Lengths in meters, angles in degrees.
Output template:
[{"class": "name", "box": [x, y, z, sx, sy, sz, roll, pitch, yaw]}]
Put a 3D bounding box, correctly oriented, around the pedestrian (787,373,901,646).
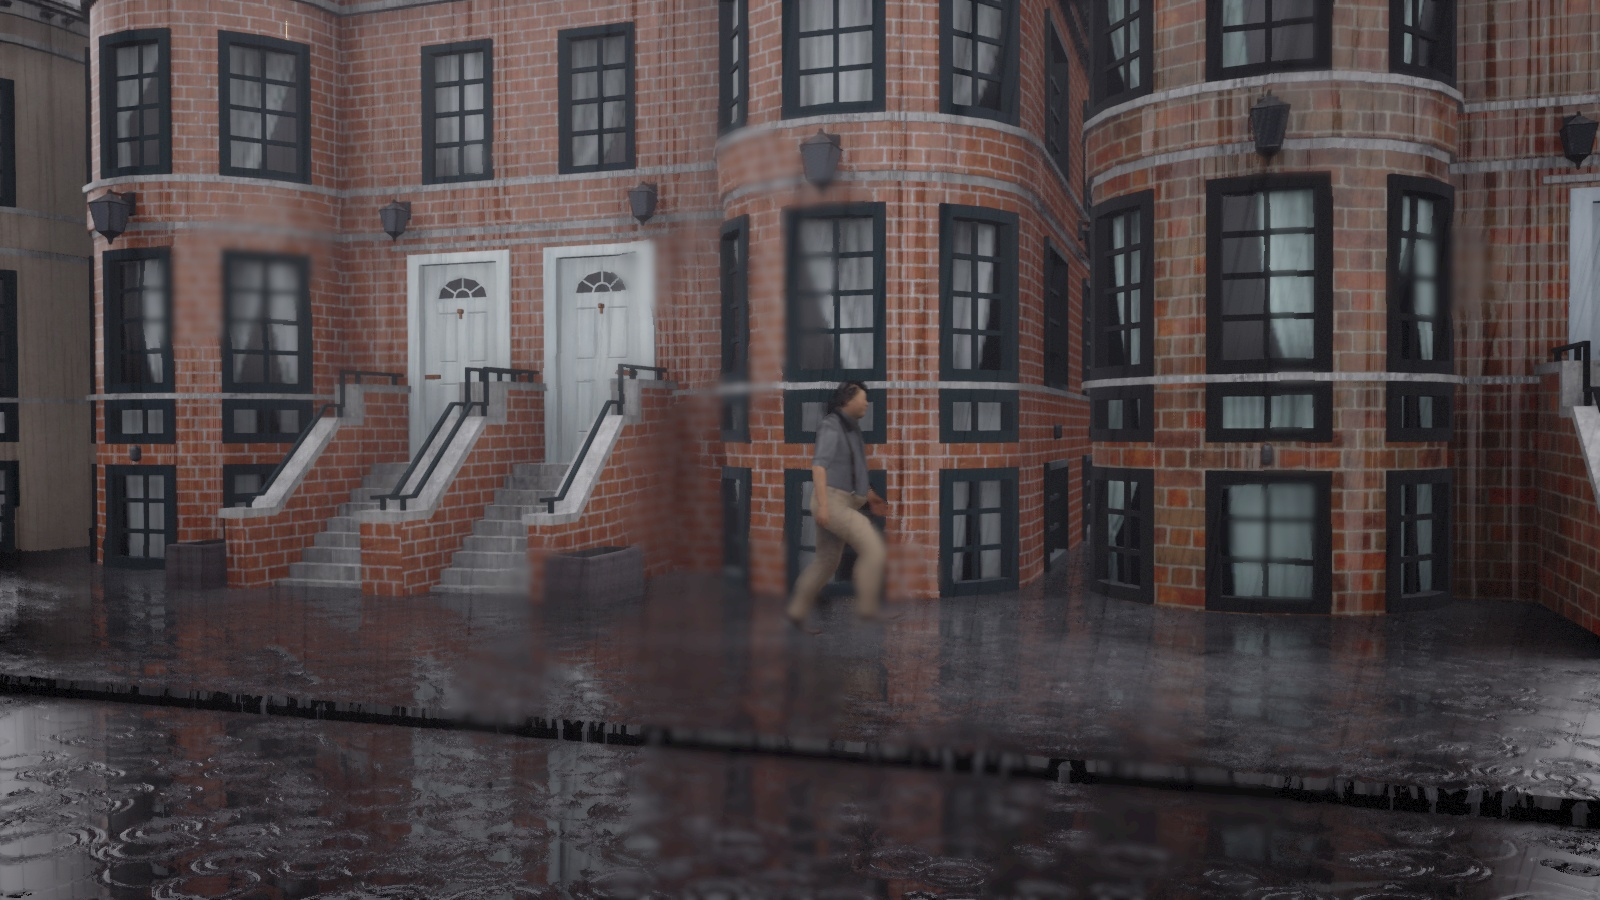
[{"class": "pedestrian", "box": [0.314, 0.396, 8.813, 0.694, 1.848, 0.540, 0, 1, 14]}]
